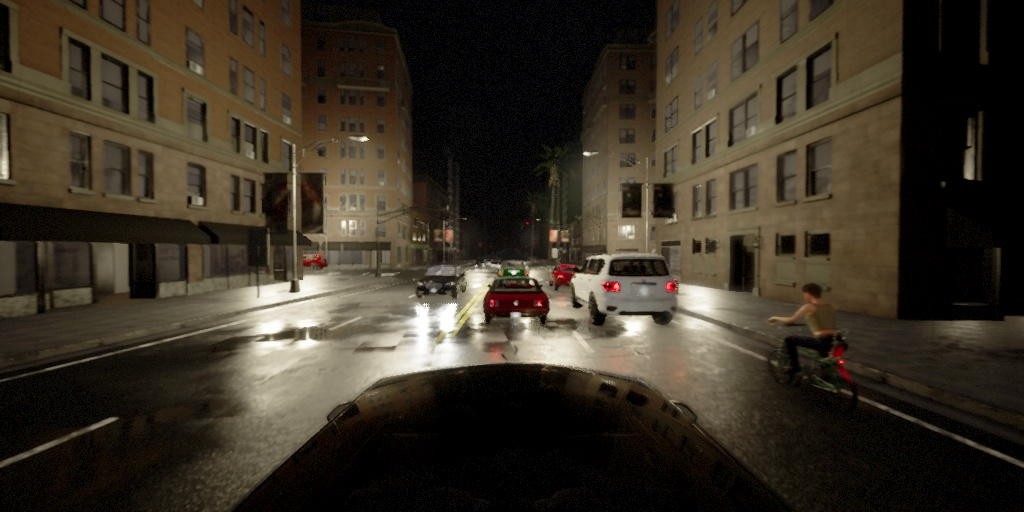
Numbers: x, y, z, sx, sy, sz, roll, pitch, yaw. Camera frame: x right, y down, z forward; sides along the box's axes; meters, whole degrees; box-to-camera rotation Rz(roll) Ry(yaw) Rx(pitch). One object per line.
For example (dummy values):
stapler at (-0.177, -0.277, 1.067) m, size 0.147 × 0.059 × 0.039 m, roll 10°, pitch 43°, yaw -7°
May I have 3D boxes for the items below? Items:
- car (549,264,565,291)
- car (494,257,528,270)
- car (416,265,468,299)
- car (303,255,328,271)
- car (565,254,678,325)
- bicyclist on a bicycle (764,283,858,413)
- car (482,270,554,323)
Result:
car at (3.258, 1.225, 21.470) m, size 1.812 × 1.442 × 4.674 m, roll 0°, pitch 0°, yaw 0°
car at (0.043, 1.046, 23.868) m, size 2.097 × 1.767 × 4.553 m, roll 0°, pitch 0°, yaw -2°
car at (-3.317, 1.202, 17.670) m, size 2.128 × 1.511 × 4.902 m, roll 0°, pitch 0°, yaw 0°
car at (-23.878, 0.742, 41.234) m, size 5.009 × 1.841 × 2.192 m, roll 0°, pitch 0°, yaw -9°
car at (3.341, 0.946, 11.782) m, size 2.150 × 2.045 × 5.566 m, roll 0°, pitch 0°, yaw 0°
bicyclist on a bicycle at (4.167, 1.177, 5.074) m, size 0.866 × 1.612 × 1.509 m, roll 0°, pitch 0°, yaw 0°
car at (0.105, 1.324, 12.041) m, size 1.895 × 1.301 × 4.718 m, roll 0°, pitch 0°, yaw 0°
